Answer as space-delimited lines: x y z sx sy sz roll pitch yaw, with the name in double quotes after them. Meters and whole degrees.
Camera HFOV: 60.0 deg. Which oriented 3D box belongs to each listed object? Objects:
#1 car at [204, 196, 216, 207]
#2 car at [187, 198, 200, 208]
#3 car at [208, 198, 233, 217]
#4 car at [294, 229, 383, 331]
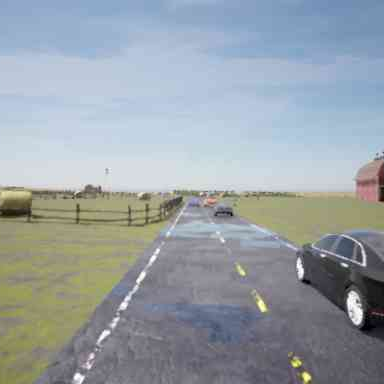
3.045 1.484 53.389 2.097 1.767 4.553 0 0 0 "car"
0.284 1.640 51.680 1.812 1.442 4.674 0 0 0 "car"
2.997 1.639 33.127 2.033 1.411 5.357 0 0 1 "car"
3.601 1.540 6.911 1.837 1.490 4.892 0 0 0 "car"
